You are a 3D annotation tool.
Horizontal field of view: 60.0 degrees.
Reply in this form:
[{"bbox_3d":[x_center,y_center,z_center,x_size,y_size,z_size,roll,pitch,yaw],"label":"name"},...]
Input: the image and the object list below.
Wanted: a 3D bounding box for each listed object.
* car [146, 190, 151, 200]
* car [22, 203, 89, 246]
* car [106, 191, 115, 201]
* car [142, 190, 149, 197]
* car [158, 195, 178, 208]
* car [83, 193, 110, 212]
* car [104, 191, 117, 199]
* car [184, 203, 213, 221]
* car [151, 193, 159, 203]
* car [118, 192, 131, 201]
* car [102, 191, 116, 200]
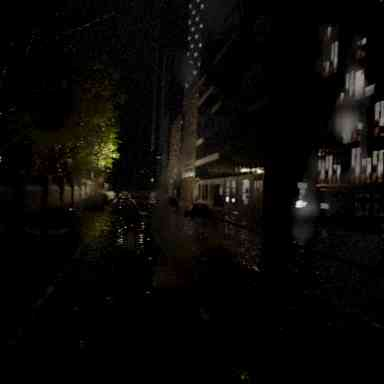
[{"bbox_3d":[-7.348,0.931,65.228,2.008,1.369,4.403,3,0,-11],"label":"car"},{"bbox_3d":[-5.478,1.275,13.461,1.802,1.307,4.206,3,0,-11],"label":"car"},{"bbox_3d":[-11.078,0.865,41.315,2.008,1.369,4.403,3,0,-11],"label":"car"},{"bbox_3d":[-10.707,0.709,81.934,1.802,1.307,4.206,3,0,-11],"label":"car"},{"bbox_3d":[-2.867,1.250,42.951,1.887,1.381,4.507,3,0,-11],"label":"car"},{"bbox_3d":[-8.837,1.014,30.173,1.887,1.381,4.507,3,0,-11],"label":"car"},{"bbox_3d":[-15.559,0.540,63.599,2.008,1.369,4.403,3,0,-11],"label":"car"},{"bbox_3d":[0.490,1.518,26.243,1.802,1.307,4.206,3,0,-11],"label":"car"},{"bbox_3d":[-5.108,1.110,54.089,1.947,1.339,4.313,3,0,-11],"label":"car"},{"bbox_3d":[-11.602,0.718,57.534,1.837,1.490,4.892,3,0,-11],"label":"car"},{"bbox_3d":[-14.438,0.622,58.027,2.008,1.369,4.403,3,0,-11],"label":"car"}]
